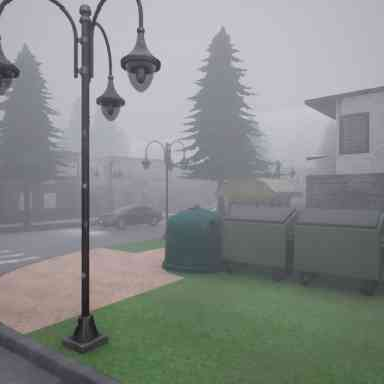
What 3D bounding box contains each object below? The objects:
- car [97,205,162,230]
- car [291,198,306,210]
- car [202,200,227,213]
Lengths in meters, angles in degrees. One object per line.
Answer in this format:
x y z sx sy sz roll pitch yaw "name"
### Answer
-4.212 1.662 22.943 1.837 1.490 4.892 0 0 40 "car"
11.207 1.509 36.539 4.553 1.767 2.097 0 0 -31 "car"
2.721 1.509 30.130 4.553 1.767 2.097 0 0 -41 "car"
